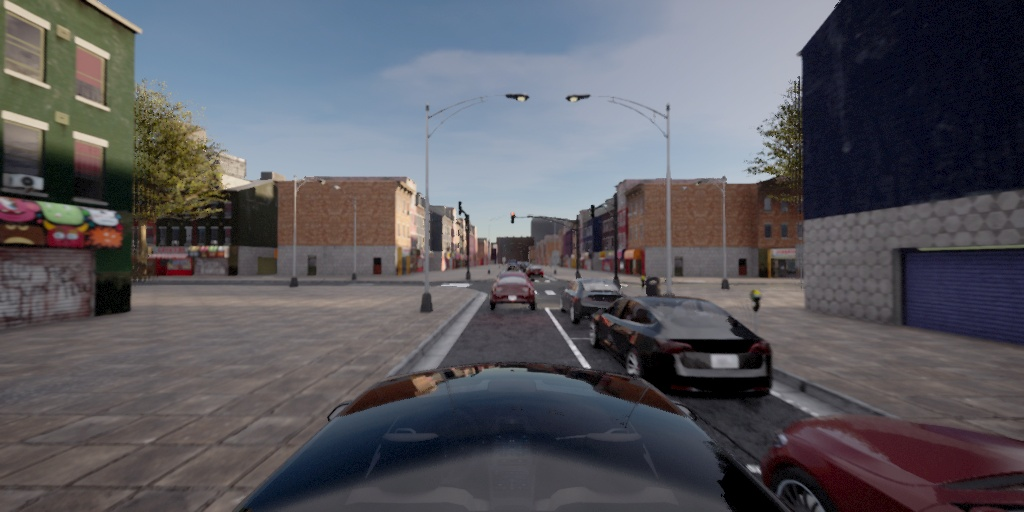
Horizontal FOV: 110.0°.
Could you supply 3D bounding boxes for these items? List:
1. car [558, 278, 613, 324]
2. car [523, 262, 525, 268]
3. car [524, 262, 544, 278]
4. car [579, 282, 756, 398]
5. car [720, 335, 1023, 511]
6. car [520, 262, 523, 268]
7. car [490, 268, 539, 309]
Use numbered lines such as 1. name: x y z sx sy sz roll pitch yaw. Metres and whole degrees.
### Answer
1. car: 2.652 1.409 12.206 2.007 1.370 4.403 0 0 0
2. car: 2.697 1.788 47.082 1.751 1.417 4.829 0 0 0
3. car: 2.689 1.738 41.233 1.888 1.381 4.507 0 0 0
4. car: 2.644 1.365 6.531 1.948 1.339 4.313 0 0 0
5. car: 2.637 1.324 0.857 1.802 1.307 4.207 0 0 0
6. car: 2.711 1.977 58.270 1.948 1.339 4.313 0 0 0
7. car: 0.041 1.423 15.760 1.812 1.442 4.674 0 0 0
